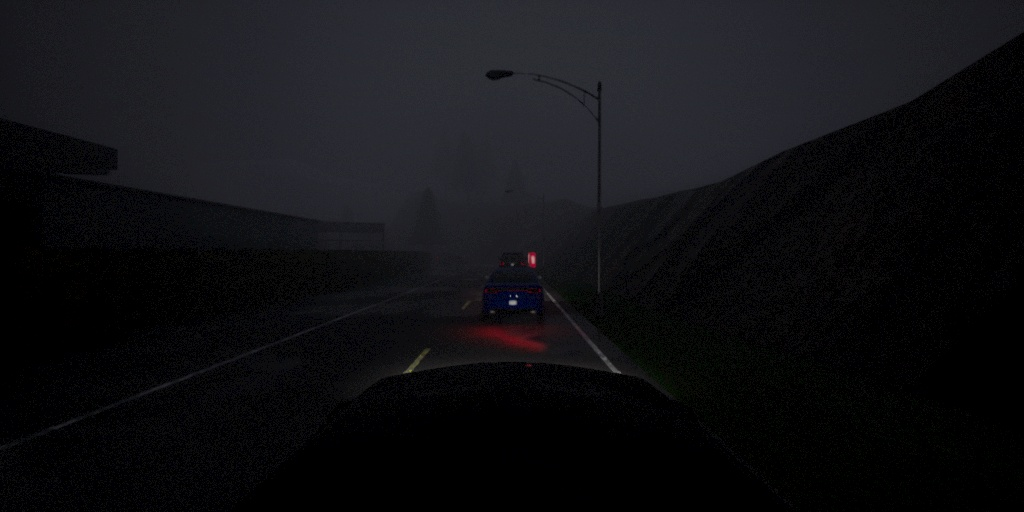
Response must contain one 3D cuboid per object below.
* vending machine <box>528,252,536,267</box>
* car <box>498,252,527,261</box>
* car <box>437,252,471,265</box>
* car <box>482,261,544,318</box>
[{"bbox_3d":[2.773,0.464,49.104,1.100,2.100,0.880,0,0,-10],"label":"vending machine"},{"bbox_3d":[0.058,0.691,29.535,2.150,2.045,5.566,0,1,0],"label":"car"},{"bbox_3d":[-9.507,0.397,58.258,5.566,2.045,2.150,0,-1,18],"label":"car"},{"bbox_3d":[0.048,1.117,12.537,1.882,1.535,5.008,0,1,1],"label":"car"}]
